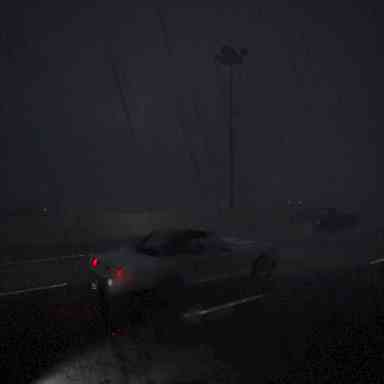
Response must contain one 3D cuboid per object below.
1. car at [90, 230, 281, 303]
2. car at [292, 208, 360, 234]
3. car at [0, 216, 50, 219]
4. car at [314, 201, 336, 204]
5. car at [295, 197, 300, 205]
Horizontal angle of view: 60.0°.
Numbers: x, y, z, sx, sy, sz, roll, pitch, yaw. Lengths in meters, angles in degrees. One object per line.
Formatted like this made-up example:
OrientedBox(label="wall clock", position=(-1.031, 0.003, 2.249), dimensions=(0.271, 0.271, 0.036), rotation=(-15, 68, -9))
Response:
OrientedBox(label="car", position=(0.070, 1.603, 8.274), dimensions=(4.718, 1.301, 1.895), rotation=(0, 0, -37))
OrientedBox(label="car", position=(7.791, 1.588, 19.089), dimensions=(4.718, 1.301, 1.895), rotation=(0, 0, -41))
OrientedBox(label="car", position=(-13.303, 1.387, 24.758), dimensions=(4.553, 1.767, 2.097), rotation=(0, 0, -37))
OrientedBox(label="car", position=(18.454, 1.193, 44.993), dimensions=(2.150, 2.045, 5.566), rotation=(0, 0, 41))
OrientedBox(label="car", position=(15.251, 1.327, 46.670), dimensions=(2.097, 1.767, 4.553), rotation=(0, 0, 41))
